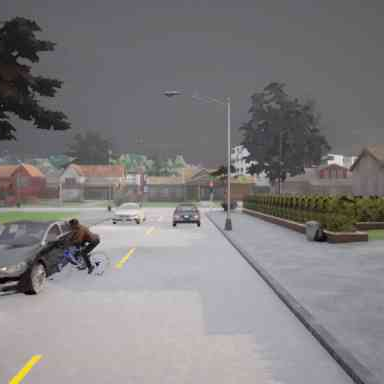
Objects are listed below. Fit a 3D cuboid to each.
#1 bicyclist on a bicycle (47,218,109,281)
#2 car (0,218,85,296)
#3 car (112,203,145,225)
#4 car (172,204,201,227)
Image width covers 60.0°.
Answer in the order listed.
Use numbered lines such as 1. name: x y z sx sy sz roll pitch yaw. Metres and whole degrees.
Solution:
1. bicyclist on a bicycle: -2.900 1.468 8.528 1.656 1.620 0.582 -2 12 -33
2. car: -4.282 1.489 8.744 2.128 1.511 4.902 0 0 -1
3. car: -4.520 1.526 24.389 1.812 1.442 4.674 0 0 -1
4. car: -0.366 1.547 22.791 2.033 1.411 5.357 0 0 -1
